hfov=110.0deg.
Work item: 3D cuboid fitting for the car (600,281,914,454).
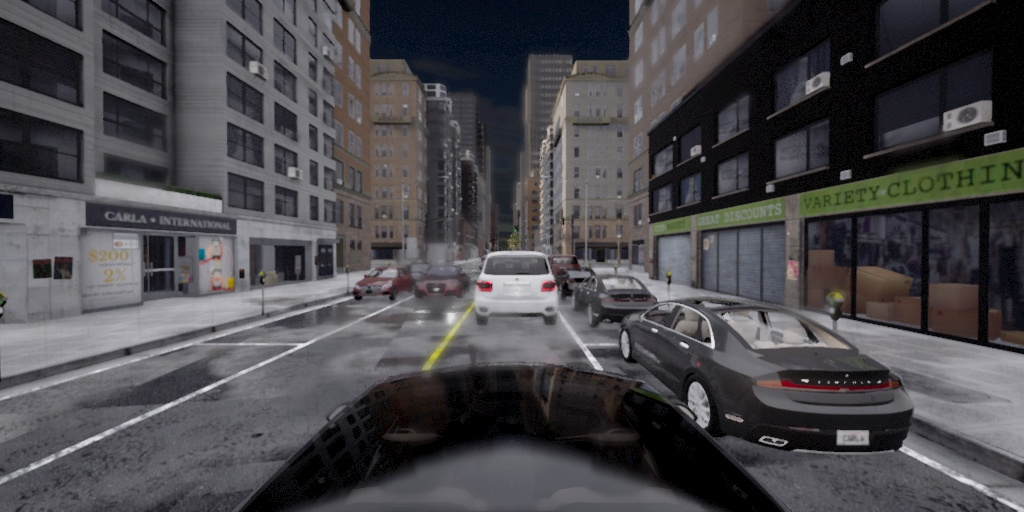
[{"bbox_3d":[2.862,1.259,5.192,2.007,1.370,4.403,0,0,0],"label":"car"}]

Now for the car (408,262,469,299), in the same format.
[{"bbox_3d":[-3.058,1.140,16.481,1.994,1.385,4.181,0,1,0],"label":"car"}]

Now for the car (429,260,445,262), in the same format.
[{"bbox_3d":[-5.622,1.079,21.777,1.948,1.339,4.313,0,0,0],"label":"car"}]

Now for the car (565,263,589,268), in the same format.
[{"bbox_3d":[2.890,1.144,16.238,1.948,1.339,4.313,0,0,0],"label":"car"}]

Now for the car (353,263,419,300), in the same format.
[{"bbox_3d":[-5.636,1.161,16.252,1.802,1.307,4.207,0,0,0],"label":"car"}]

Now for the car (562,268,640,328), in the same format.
[{"bbox_3d":[2.876,1.194,10.715,2.007,1.370,4.403,0,0,0],"label":"car"}]

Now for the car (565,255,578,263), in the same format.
[{"bbox_3d":[2.904,0.827,21.762,2.192,1.841,5.009,0,0,0],"label":"car"}]

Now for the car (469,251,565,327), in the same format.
[{"bbox_3d":[0.121,0.860,11.238,2.150,2.045,5.566,0,1,0],"label":"car"}]

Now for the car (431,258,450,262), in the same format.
[{"bbox_3d":[-5.608,0.888,27.301,1.967,1.591,4.097,0,0,0],"label":"car"}]
